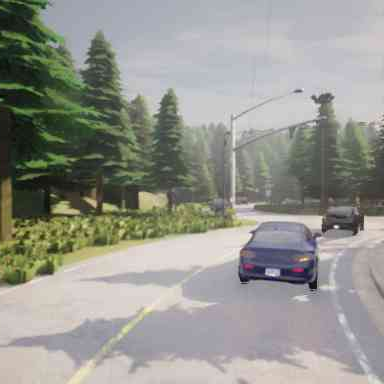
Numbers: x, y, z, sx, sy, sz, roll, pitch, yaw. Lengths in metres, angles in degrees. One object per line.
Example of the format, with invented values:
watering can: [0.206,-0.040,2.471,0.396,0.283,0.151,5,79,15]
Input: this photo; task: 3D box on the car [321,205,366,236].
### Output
car: [8.745,1.546,19.249,1.837,1.490,4.892,1,1,32]

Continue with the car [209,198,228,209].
car: [3.904,1.579,48.627,1.812,1.442,4.674,0,0,16]

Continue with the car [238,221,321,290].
car: [2.519,1.538,9.200,1.812,1.442,4.674,0,0,21]

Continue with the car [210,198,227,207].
car: [3.281,1.553,38.736,1.837,1.490,4.892,0,0,-6]

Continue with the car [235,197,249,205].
car: [8.311,1.564,57.986,2.128,1.511,4.902,0,0,36]
